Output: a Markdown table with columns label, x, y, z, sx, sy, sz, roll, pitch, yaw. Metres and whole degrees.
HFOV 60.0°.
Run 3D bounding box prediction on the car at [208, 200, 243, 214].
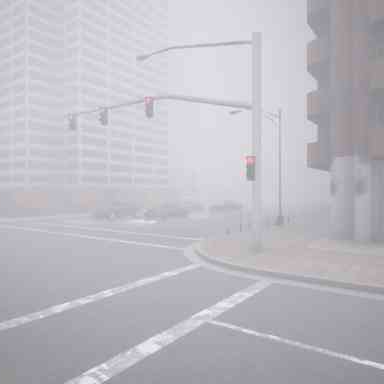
| label | x | y | z | sx | sy | sz | roll | pitch | yaw |
| --- | --- | --- | --- | --- | --- | --- | --- | --- | --- |
| car | 3.761 | 1.601 | 36.259 | 1.895 | 1.301 | 4.718 | 0 | 0 | 35 |

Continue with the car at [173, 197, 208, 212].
| label | x | y | z | sx | sy | sz | roll | pitch | yaw |
| --- | --- | --- | --- | --- | --- | --- | --- | --- | --- |
| car | -0.500 | 1.564 | 36.290 | 1.994 | 1.385 | 4.181 | 0 | 0 | 35 |

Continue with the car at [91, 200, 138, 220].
| label | x | y | z | sx | sy | sz | roll | pitch | yaw |
| --- | --- | --- | --- | --- | --- | --- | --- | --- | --- |
| car | -6.221 | 1.505 | 28.164 | 1.837 | 1.490 | 4.892 | 0 | 0 | 35 |

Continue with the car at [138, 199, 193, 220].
| label | x | y | z | sx | sy | sz | roll | pitch | yaw |
| --- | --- | --- | --- | --- | --- | --- | --- | --- | --- |
| car | -2.111 | 1.564 | 27.924 | 1.994 | 1.385 | 4.181 | 0 | 0 | 35 |
